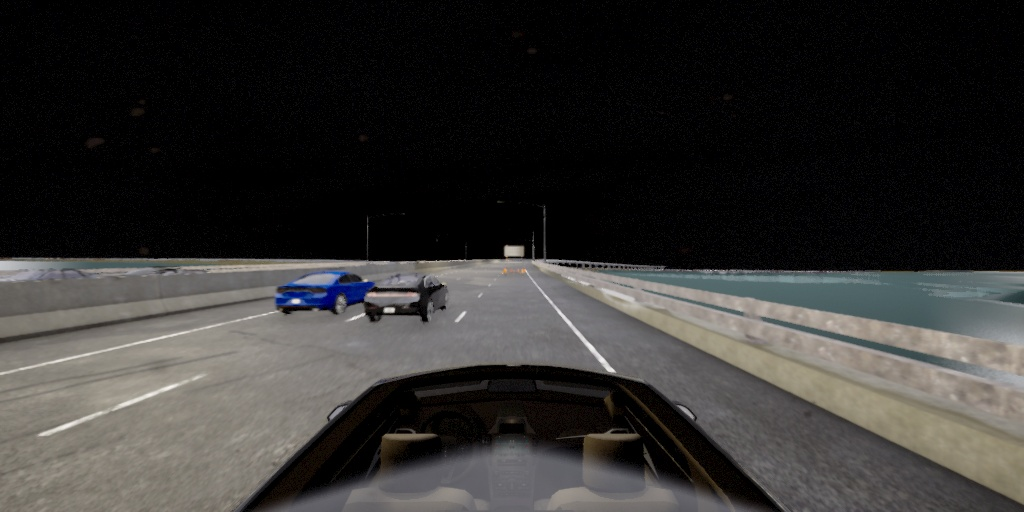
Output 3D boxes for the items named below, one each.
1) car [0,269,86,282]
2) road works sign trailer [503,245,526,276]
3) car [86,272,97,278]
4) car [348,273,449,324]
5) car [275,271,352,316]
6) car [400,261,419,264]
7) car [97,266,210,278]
[{"bbox_3d":[-24.558,1.399,18.935,2.033,1.411,5.357,0,0,0],"label":"car"},{"bbox_3d":[0.241,0.493,41.289,2.380,3.560,2.880,0,0,1],"label":"road works sign trailer"},{"bbox_3d":[-21.041,1.375,21.069,1.837,1.490,4.892,0,0,0],"label":"car"},{"bbox_3d":[-3.386,1.315,12.347,2.128,1.511,4.902,0,0,0],"label":"car"},{"bbox_3d":[-6.881,1.309,13.917,1.882,1.535,5.008,0,0,0],"label":"car"},{"bbox_3d":[-16.943,1.654,61.070,1.837,1.490,4.892,0,0,2],"label":"car"},{"bbox_3d":[-17.560,1.405,18.841,2.033,1.411,5.357,0,0,0],"label":"car"}]
